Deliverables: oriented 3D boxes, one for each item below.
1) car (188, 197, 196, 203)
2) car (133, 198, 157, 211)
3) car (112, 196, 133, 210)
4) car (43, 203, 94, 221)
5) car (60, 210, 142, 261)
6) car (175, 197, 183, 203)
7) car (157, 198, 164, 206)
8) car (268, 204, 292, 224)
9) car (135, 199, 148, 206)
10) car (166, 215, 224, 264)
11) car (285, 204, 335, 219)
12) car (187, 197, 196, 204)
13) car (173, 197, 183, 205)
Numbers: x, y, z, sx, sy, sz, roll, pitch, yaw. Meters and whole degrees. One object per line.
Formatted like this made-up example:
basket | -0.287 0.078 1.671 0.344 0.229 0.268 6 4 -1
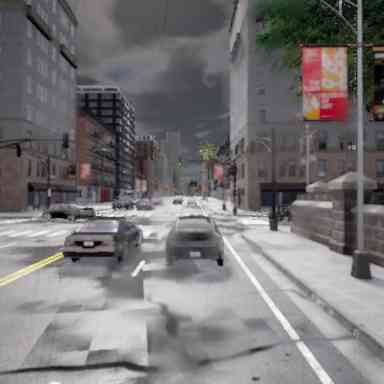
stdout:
car | -0.015 1.952 84.330 2.033 1.411 5.357 0 0 0
car | -6.589 1.703 47.319 2.097 1.767 4.553 0 0 0
car | -9.837 1.577 47.812 2.150 2.045 5.566 0 -1 0
car | -10.401 1.697 27.964 4.902 1.511 2.128 0 -1 28
car | -3.154 1.645 12.660 2.033 1.411 5.357 0 0 0
car | -3.264 2.008 84.359 1.895 1.301 4.718 0 0 0
car | -6.530 1.936 63.787 1.882 1.535 5.008 0 0 0
car | 8.562 1.744 26.364 4.892 1.490 1.837 0 -3 -4
car | -9.761 2.064 64.672 1.895 1.301 4.718 0 0 0
car | 0.096 1.598 12.113 1.837 1.490 4.892 0 -1 0
car | 11.291 1.875 31.977 4.206 1.307 1.802 0 -1 2
car | -0.013 2.036 74.327 1.812 1.442 4.674 0 0 0
car | -3.261 2.036 74.326 1.812 1.442 4.674 0 0 0
